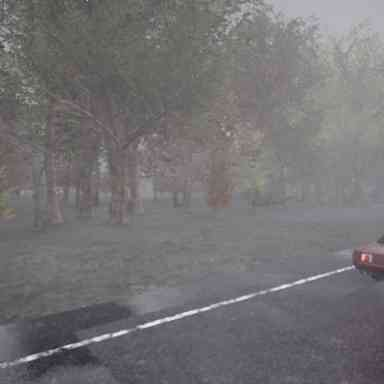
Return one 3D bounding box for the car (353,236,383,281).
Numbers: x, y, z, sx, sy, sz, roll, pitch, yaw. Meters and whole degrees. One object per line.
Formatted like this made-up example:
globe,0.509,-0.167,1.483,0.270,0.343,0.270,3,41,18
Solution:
car,5.970,1.416,8.004,4.718,1.301,1.895,-1,1,-35
